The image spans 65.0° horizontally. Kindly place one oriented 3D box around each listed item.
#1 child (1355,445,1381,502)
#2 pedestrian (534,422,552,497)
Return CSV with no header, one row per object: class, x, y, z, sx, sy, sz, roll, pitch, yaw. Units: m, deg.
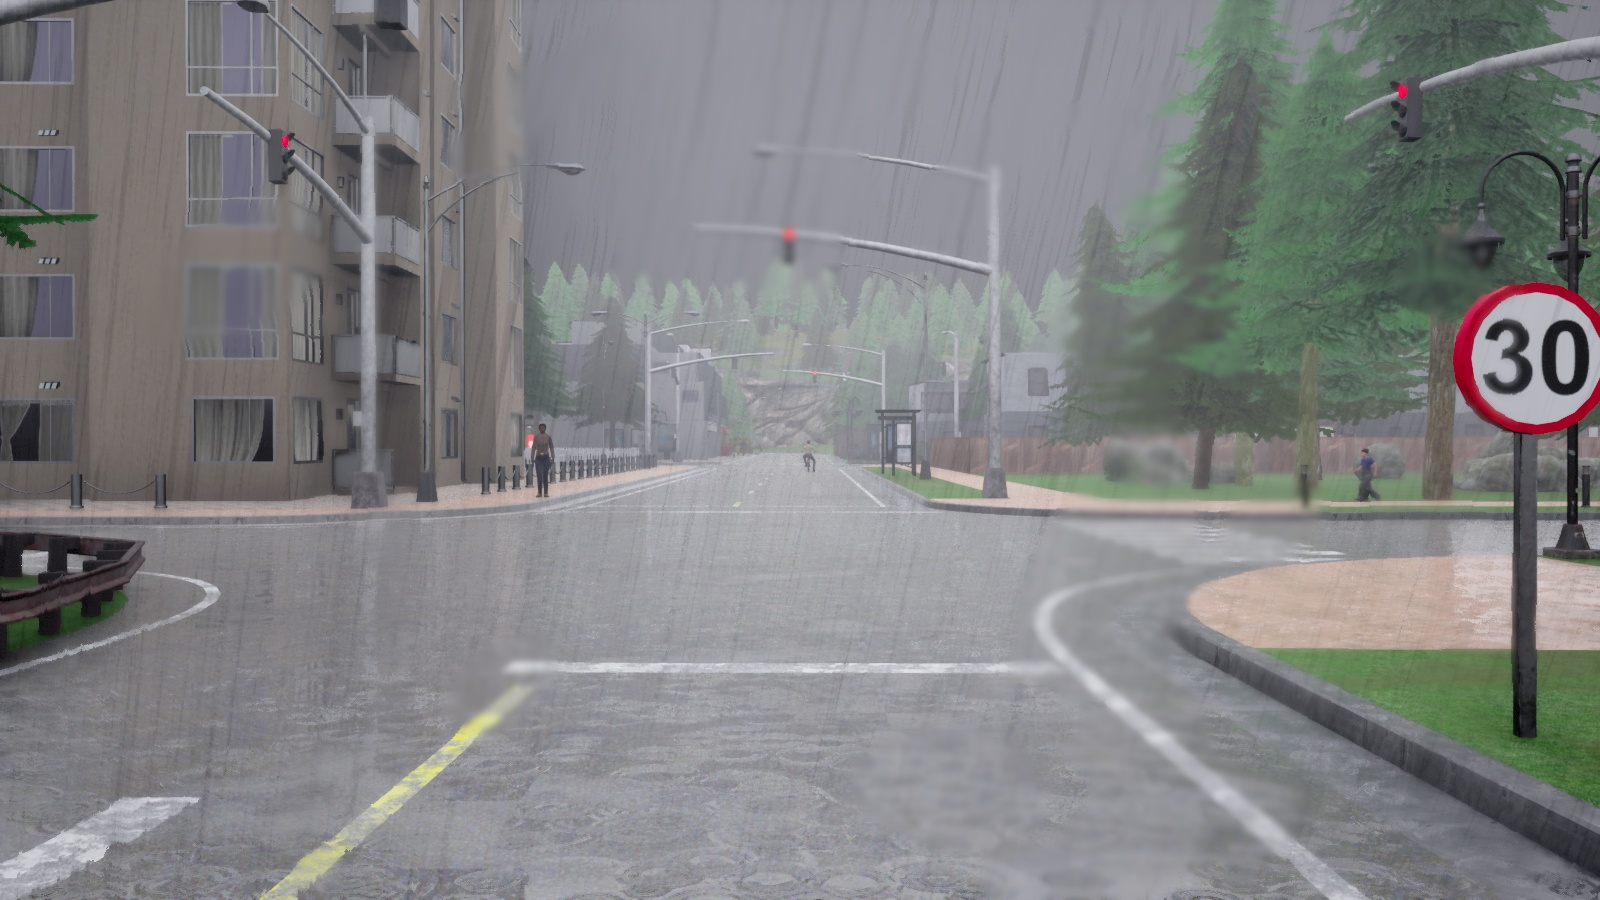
child,12.599,0.520,27.867,0.437,1.263,0.270,0,0,-1
pedestrian,-6.340,0.227,30.944,0.328,1.805,0.869,0,0,-5
